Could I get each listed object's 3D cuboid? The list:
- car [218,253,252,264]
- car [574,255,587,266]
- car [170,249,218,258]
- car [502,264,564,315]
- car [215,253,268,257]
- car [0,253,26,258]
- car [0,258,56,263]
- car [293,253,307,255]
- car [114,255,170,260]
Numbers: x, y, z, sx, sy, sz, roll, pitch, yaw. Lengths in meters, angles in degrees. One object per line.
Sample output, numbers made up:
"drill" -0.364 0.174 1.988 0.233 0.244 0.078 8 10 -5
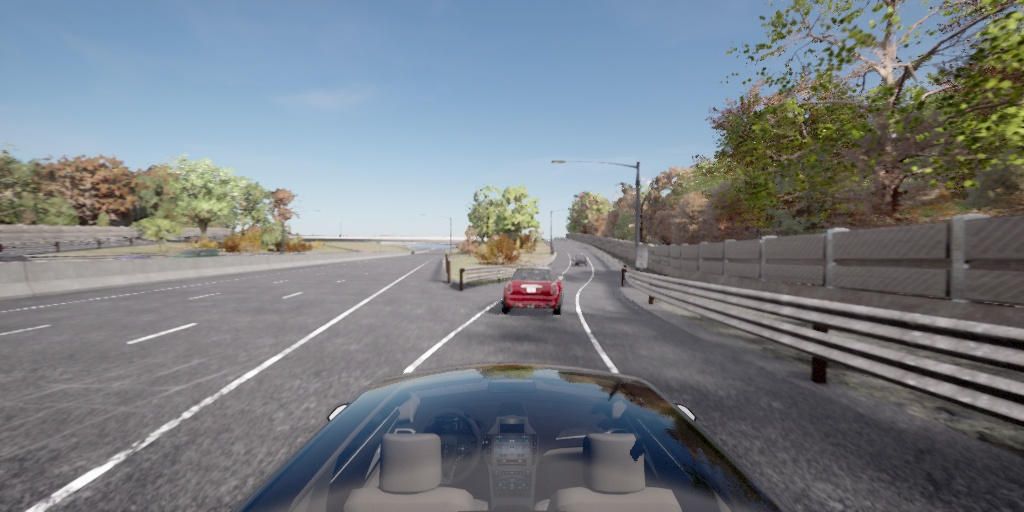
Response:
"car" -39.196 0.336 50.817 1.812 1.442 4.674 0 1 -10
"car" 11.073 0.799 57.746 1.837 1.490 4.892 1 3 10
"car" -33.263 0.244 37.731 2.150 2.045 5.566 0 1 -10
"car" 0.977 1.192 14.425 2.097 1.767 4.553 1 0 8
"car" -30.151 0.550 40.192 2.033 1.411 5.357 0 1 -10
"car" -30.048 0.637 20.160 2.097 1.767 4.553 0 1 -10
"car" -26.417 0.911 19.737 1.895 1.301 4.718 0 1 -10
"car" -32.969 0.283 55.647 1.837 1.490 4.892 0 1 -10
"car" -36.213 0.599 34.358 2.033 1.411 5.357 0 1 -10
